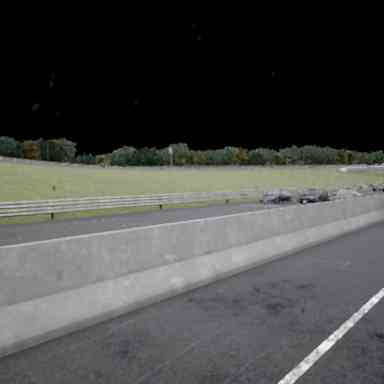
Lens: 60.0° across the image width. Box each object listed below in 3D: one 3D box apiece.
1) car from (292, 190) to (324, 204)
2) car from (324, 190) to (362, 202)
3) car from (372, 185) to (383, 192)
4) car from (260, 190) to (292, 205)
[{"bbox_3d":[12.727,0.497,34.178,2.033,1.411,5.357,0,2,43],"label":"car"},{"bbox_3d":[14.165,0.521,30.578,1.812,1.442,4.674,0,2,43],"label":"car"},{"bbox_3d":[36.819,-0.761,65.174,1.994,1.385,4.181,0,2,43],"label":"car"},{"bbox_3d":[9.023,0.531,35.339,1.812,1.442,4.674,0,2,43],"label":"car"}]
